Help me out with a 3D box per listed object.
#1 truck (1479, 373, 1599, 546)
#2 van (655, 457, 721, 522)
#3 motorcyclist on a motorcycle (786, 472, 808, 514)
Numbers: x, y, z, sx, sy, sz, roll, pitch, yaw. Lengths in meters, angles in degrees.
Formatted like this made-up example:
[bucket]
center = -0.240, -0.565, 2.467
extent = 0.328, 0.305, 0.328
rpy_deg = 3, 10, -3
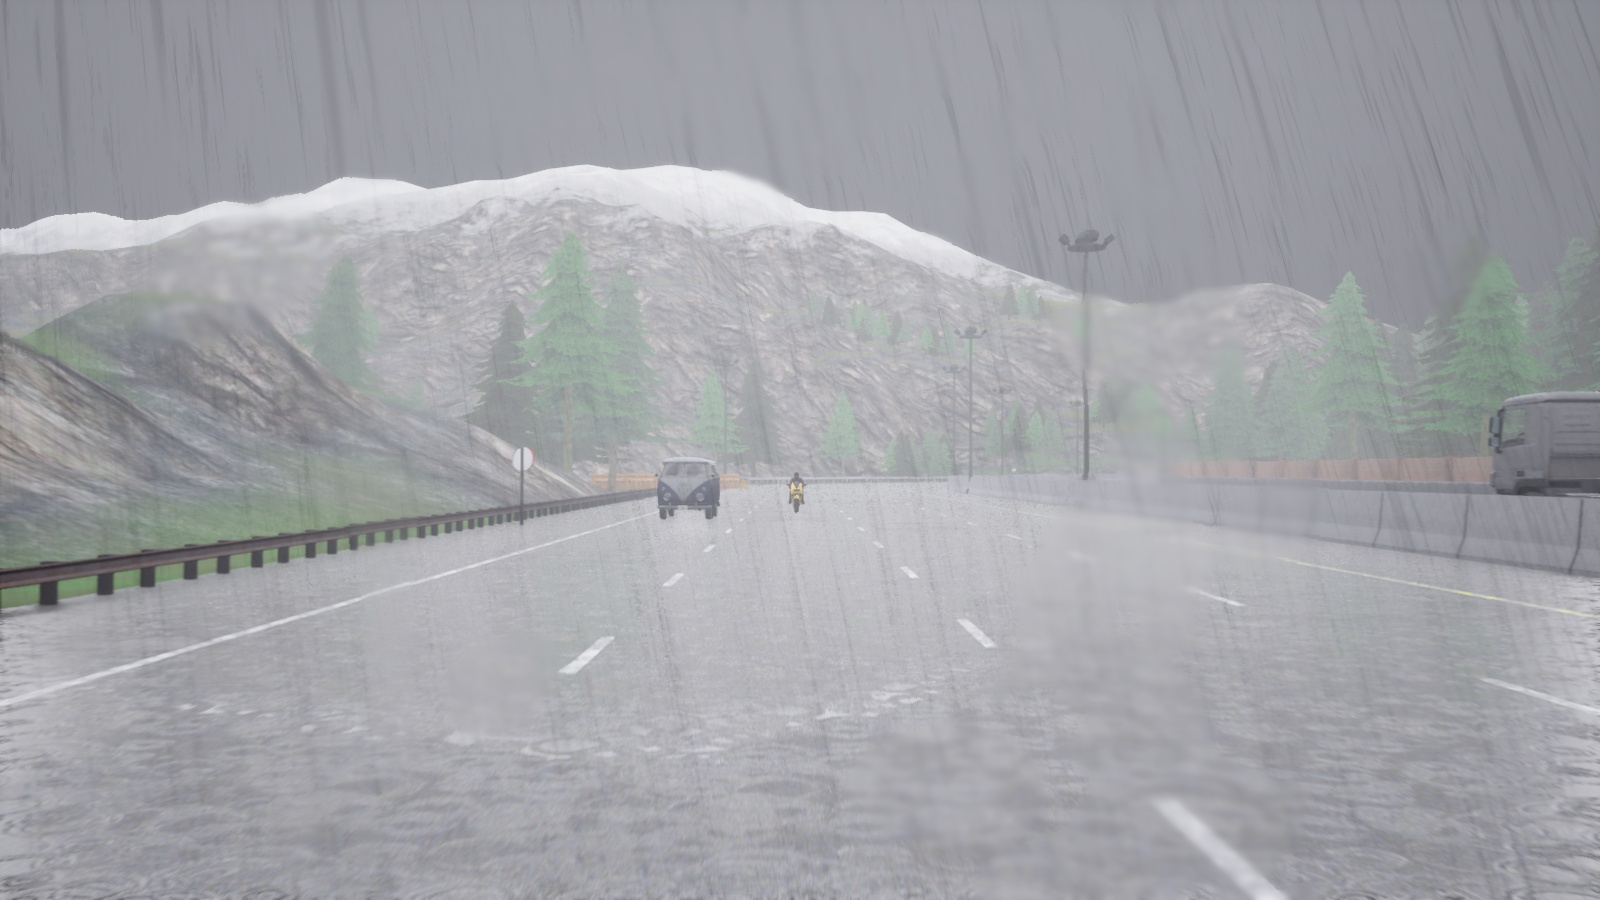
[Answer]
[truck]
center = 17.434, 0.191, 25.551
extent = 2.891, 3.462, 7.936
rpy_deg = 0, -1, 0
[van]
center = -3.600, 1.268, 40.970
extent = 1.775, 1.987, 4.442
rpy_deg = 0, -1, 0
[motorcyclist on a motorcycle]
center = -0.114, 1.584, 46.998
extent = 0.797, 1.523, 2.044
rpy_deg = 0, -1, 0
